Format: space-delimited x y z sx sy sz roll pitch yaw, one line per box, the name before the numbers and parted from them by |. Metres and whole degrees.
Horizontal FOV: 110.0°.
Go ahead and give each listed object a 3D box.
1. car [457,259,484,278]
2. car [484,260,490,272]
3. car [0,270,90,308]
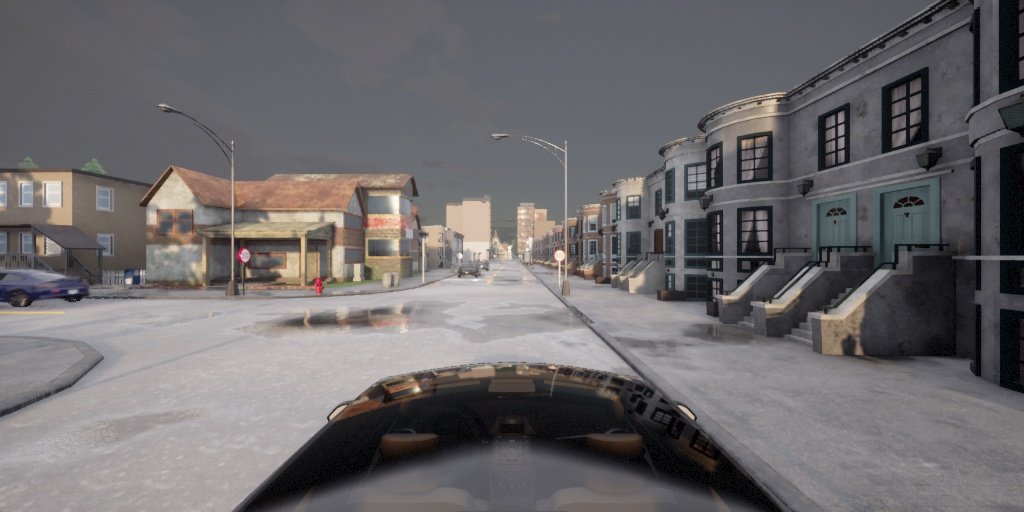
car | -4.011 1.255 34.211 1.837 1.490 4.892 0 0 0
car | -3.960 1.240 47.018 2.128 1.511 4.902 0 0 0
car | -20.085 1.276 14.600 4.674 1.442 1.812 0 0 2
